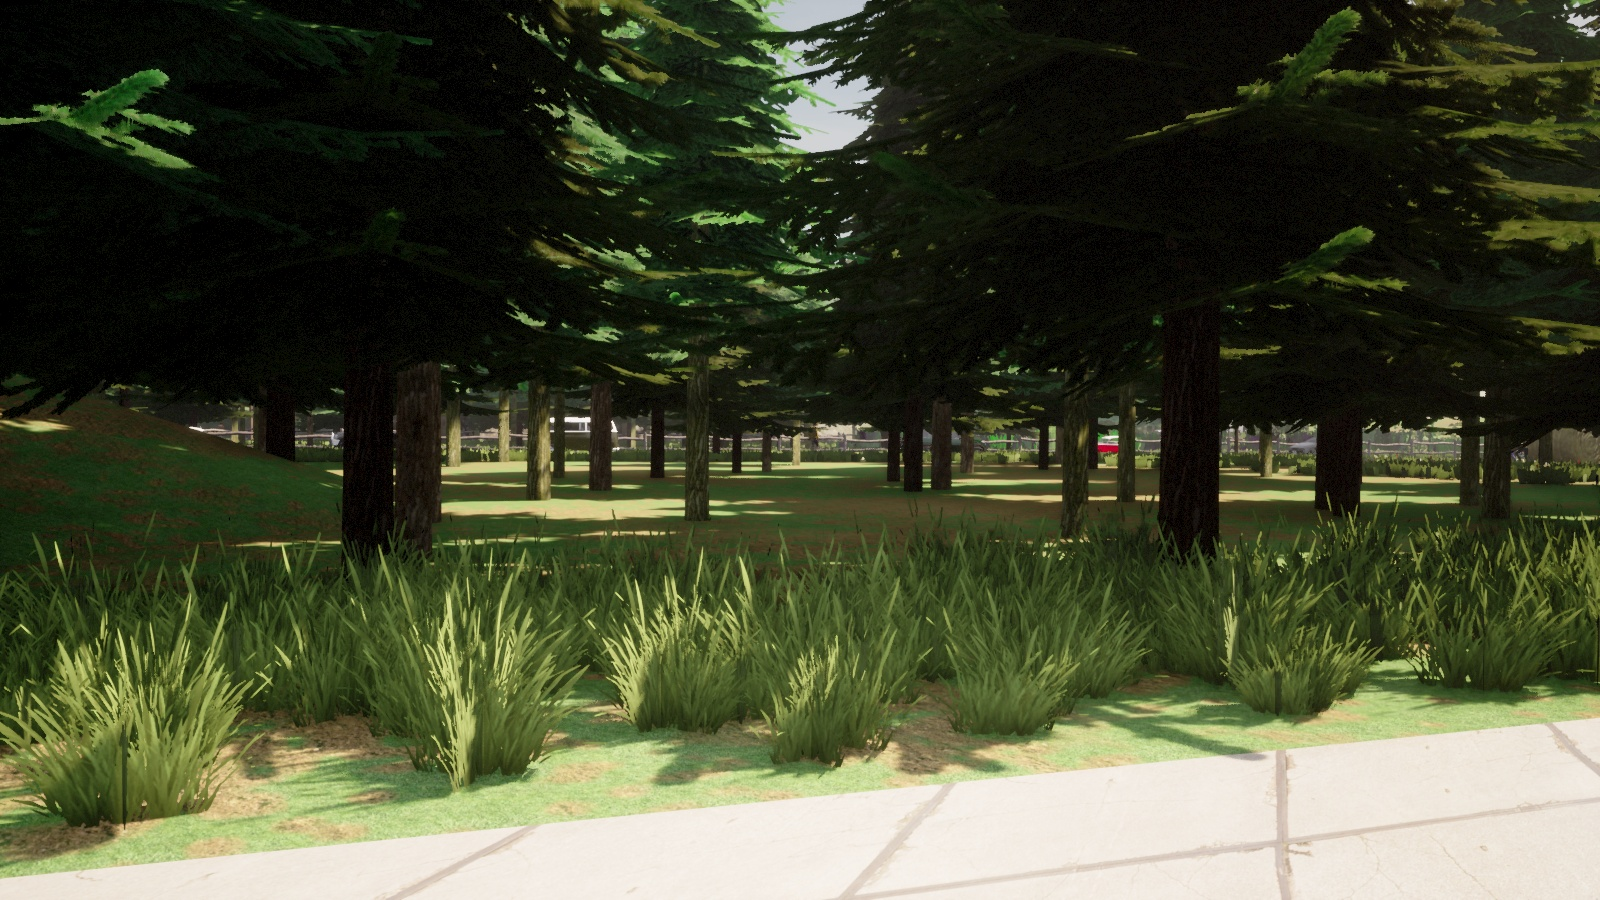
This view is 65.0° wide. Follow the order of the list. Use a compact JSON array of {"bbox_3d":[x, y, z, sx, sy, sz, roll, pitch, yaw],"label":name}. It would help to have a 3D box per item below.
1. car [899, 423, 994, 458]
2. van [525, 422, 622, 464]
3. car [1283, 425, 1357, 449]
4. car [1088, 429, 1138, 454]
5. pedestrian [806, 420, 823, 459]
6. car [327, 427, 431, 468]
[{"bbox_3d":[7.802,-0.526,67.008,4.553,1.767,2.097,-1,1,-20],"label":"car"},{"bbox_3d":[-11.461,-0.387,63.432,4.480,2.038,2.069,-1,1,-21],"label":"van"},{"bbox_3d":[32.932,-0.844,79.505,4.193,1.474,1.816,-1,1,-19],"label":"car"},{"bbox_3d":[17.551,-0.491,70.444,2.207,1.376,1.481,-1,1,-19],"label":"car"},{"bbox_3d":[0.703,-0.523,59.695,0.726,1.835,0.370,-1,1,-38],"label":"pedestrian"},{"bbox_3d":[-20.162,-0.146,60.132,4.605,1.855,1.932,-1,1,-21],"label":"car"}]
